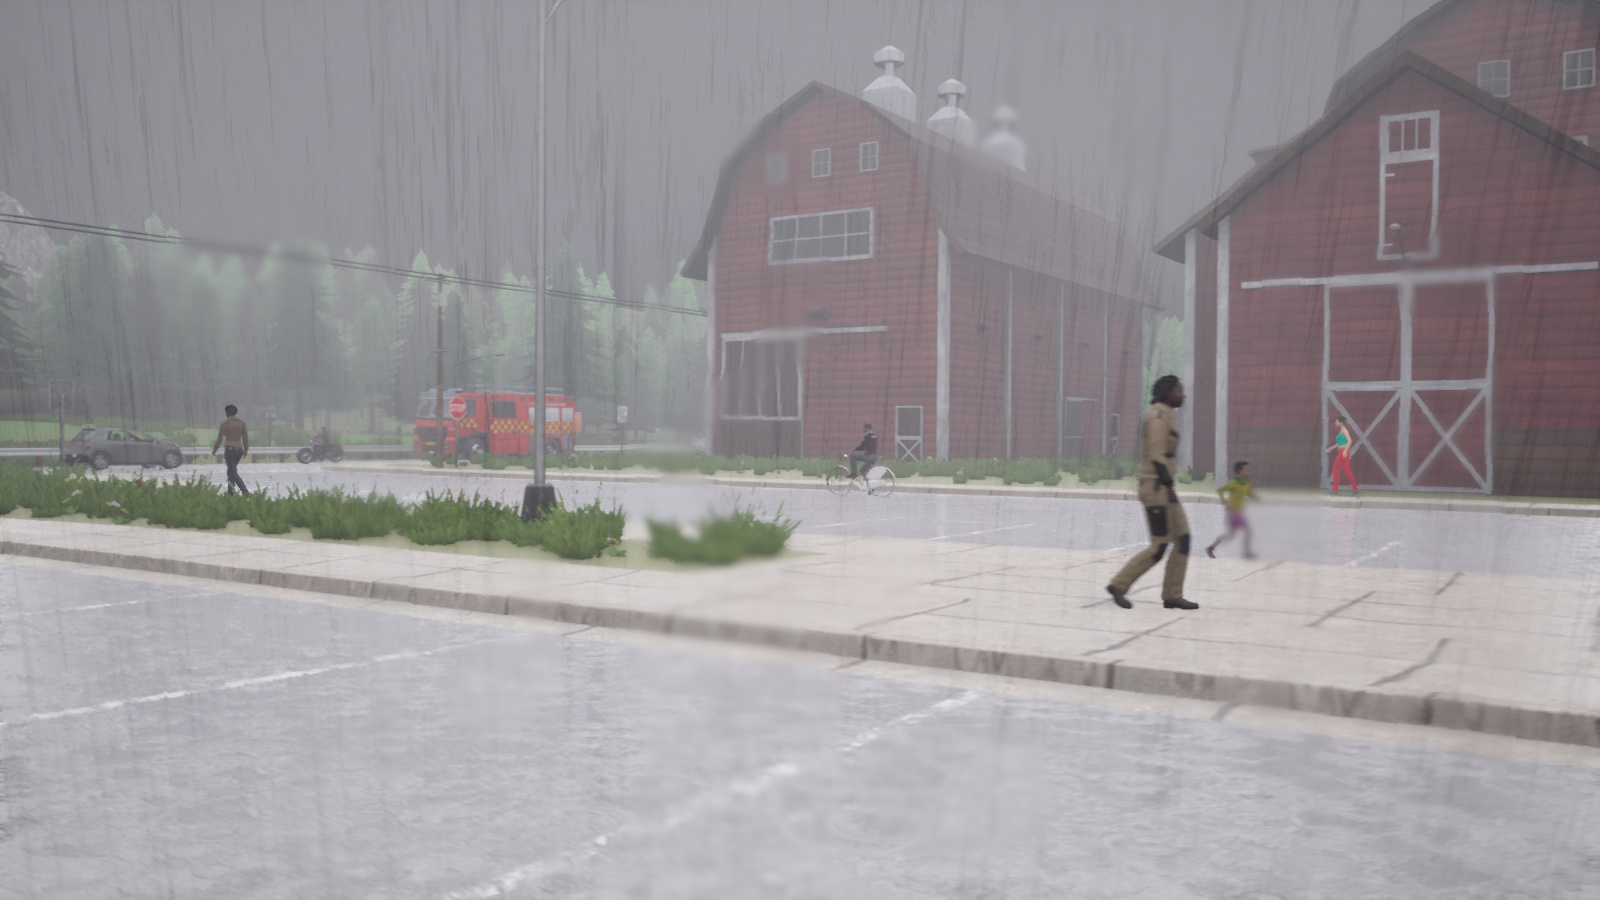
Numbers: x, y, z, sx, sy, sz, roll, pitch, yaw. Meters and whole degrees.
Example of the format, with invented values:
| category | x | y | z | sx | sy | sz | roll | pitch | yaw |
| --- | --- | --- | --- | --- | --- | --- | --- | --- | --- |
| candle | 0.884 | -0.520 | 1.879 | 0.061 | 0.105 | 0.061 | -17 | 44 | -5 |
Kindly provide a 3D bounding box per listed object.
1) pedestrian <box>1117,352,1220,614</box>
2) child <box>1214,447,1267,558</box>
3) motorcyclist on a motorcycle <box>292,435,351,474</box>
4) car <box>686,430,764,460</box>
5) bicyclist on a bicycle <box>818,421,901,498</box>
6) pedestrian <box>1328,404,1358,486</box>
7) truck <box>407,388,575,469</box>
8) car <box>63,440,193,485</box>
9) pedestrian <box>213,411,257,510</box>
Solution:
| category | x | y | z | sx | sy | sz | roll | pitch | yaw |
| --- | --- | --- | --- | --- | --- | --- | --- | --- | --- |
| pedestrian | 2.816 | 0.243 | 9.589 | 0.692 | 1.930 | 0.396 | 0 | 1 | 23 |
| child | 4.687 | 0.547 | 13.356 | 0.473 | 1.160 | 0.299 | 0 | 1 | 34 |
| motorcyclist on a motorcycle | -21.057 | 0.191 | 55.308 | 0.766 | 1.649 | 2.350 | 0 | 1 | 34 |
| car | -4.380 | -0.325 | 73.814 | 2.242 | 1.667 | 4.611 | 0 | 1 | 34 |
| bicyclist on a bicycle | 1.388 | 0.210 | 29.453 | 1.843 | 1.776 | 0.659 | 0 | 1 | 33 |
| pedestrian | 12.390 | -0.112 | 28.666 | 0.594 | 1.836 | 0.345 | 0 | 1 | 27 |
| truck | -15.476 | -1.088 | 63.600 | 2.891 | 3.827 | 8.468 | 0 | 1 | 34 |
| car | -23.922 | 0.419 | 44.787 | 1.845 | 1.501 | 3.633 | 0 | 1 | 34 |
| pedestrian | -10.482 | 0.197 | 23.279 | 0.869 | 1.805 | 0.328 | 0 | 1 | 36 |
